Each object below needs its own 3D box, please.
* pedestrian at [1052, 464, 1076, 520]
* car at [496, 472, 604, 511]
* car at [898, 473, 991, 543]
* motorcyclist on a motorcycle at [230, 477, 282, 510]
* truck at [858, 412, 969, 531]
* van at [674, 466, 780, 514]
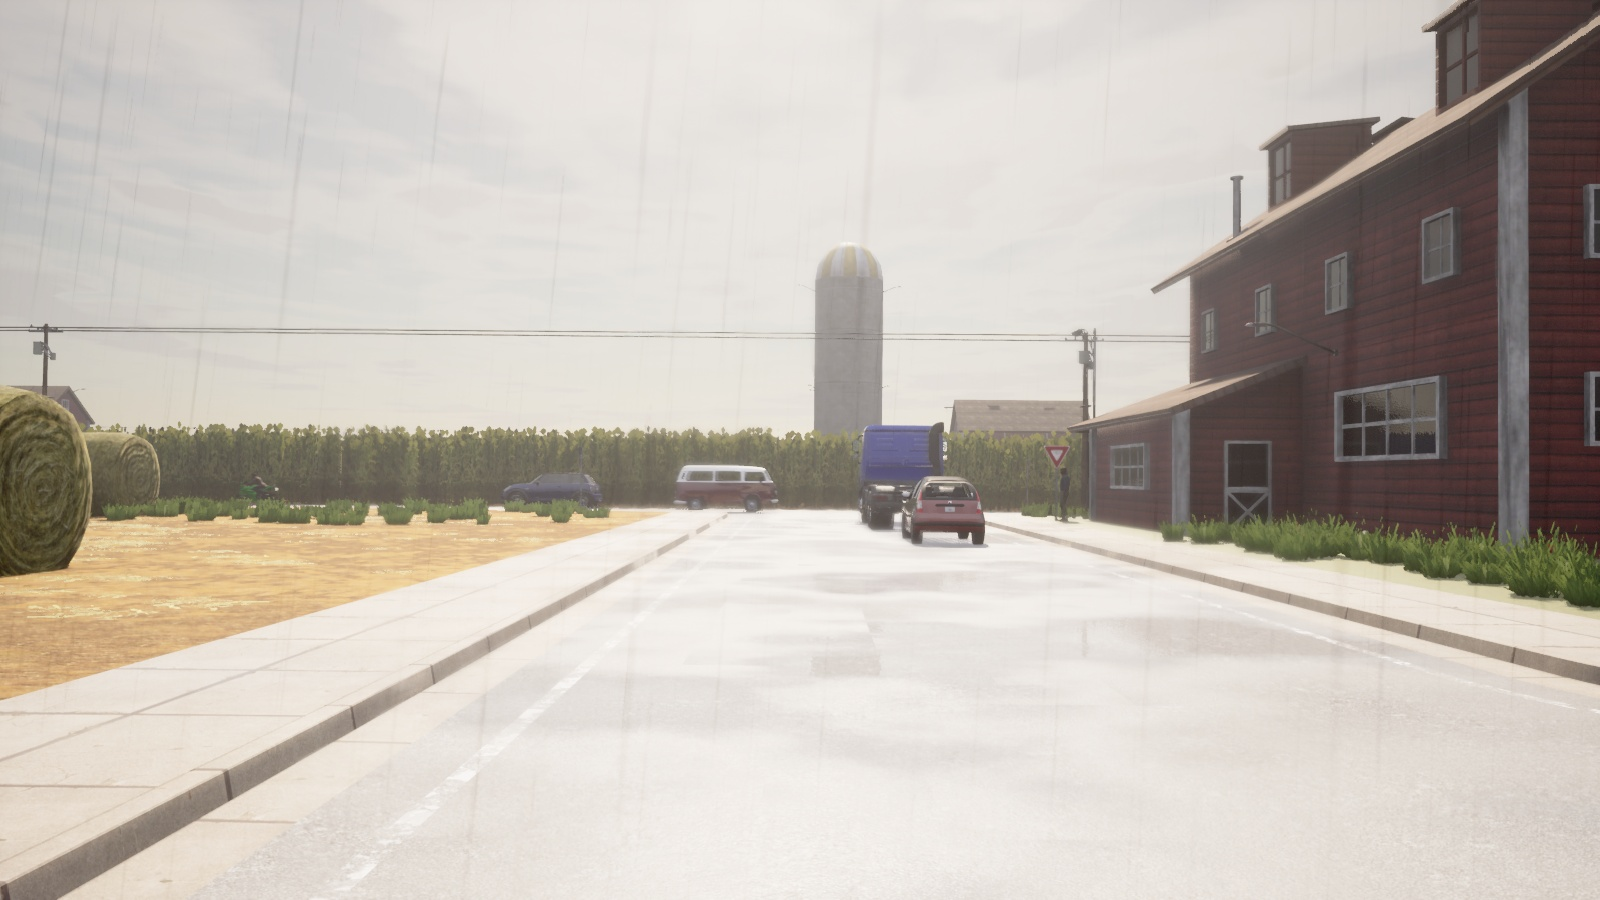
[{"bbox_3d":[8.793,1.383,41.769,0.726,1.835,0.370,0,-1,19],"label":"pedestrian"},{"bbox_3d":[-11.588,1.920,58.387,4.553,1.767,2.097,0,-1,1],"label":"car"},{"bbox_3d":[3.507,1.387,31.174,1.851,1.617,3.988,0,-1,0],"label":"car"},{"bbox_3d":[-25.370,2.024,58.578,2.044,1.523,0.797,0,-1,1],"label":"motorcyclist on a motorcycle"},{"bbox_3d":[3.507,0.709,40.789,2.891,3.462,7.936,0,-1,0],"label":"truck"},{"bbox_3d":[-3.147,1.726,54.751,4.480,2.038,2.069,0,-1,1],"label":"van"}]
